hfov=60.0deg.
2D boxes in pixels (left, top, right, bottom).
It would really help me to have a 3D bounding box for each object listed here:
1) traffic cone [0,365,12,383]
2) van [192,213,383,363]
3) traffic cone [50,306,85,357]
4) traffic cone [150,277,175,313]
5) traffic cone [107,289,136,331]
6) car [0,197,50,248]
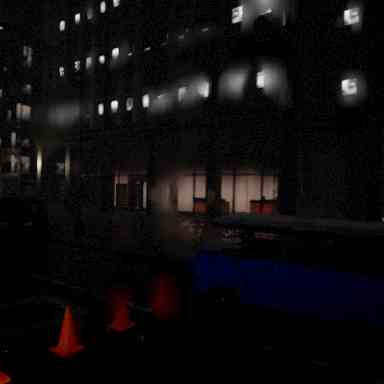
[{"bbox_3d":[-2.320,1.888,3.821,0.340,0.580,0.340,1,1,36],"label":"traffic cone"},{"bbox_3d":[1.913,1.325,5.635,3.998,1.788,1.690,1,1,36],"label":"van"},{"bbox_3d":[-1.732,1.890,4.630,0.340,0.580,0.340,1,1,36],"label":"traffic cone"},{"bbox_3d":[-0.556,1.895,6.247,0.340,0.580,0.340,1,1,36],"label":"traffic cone"},{"bbox_3d":[-1.144,1.893,5.439,0.340,0.580,0.340,1,1,36],"label":"traffic cone"},{"bbox_3d":[-7.279,1.095,12.319,5.009,1.841,2.192,1,1,36],"label":"car"}]
